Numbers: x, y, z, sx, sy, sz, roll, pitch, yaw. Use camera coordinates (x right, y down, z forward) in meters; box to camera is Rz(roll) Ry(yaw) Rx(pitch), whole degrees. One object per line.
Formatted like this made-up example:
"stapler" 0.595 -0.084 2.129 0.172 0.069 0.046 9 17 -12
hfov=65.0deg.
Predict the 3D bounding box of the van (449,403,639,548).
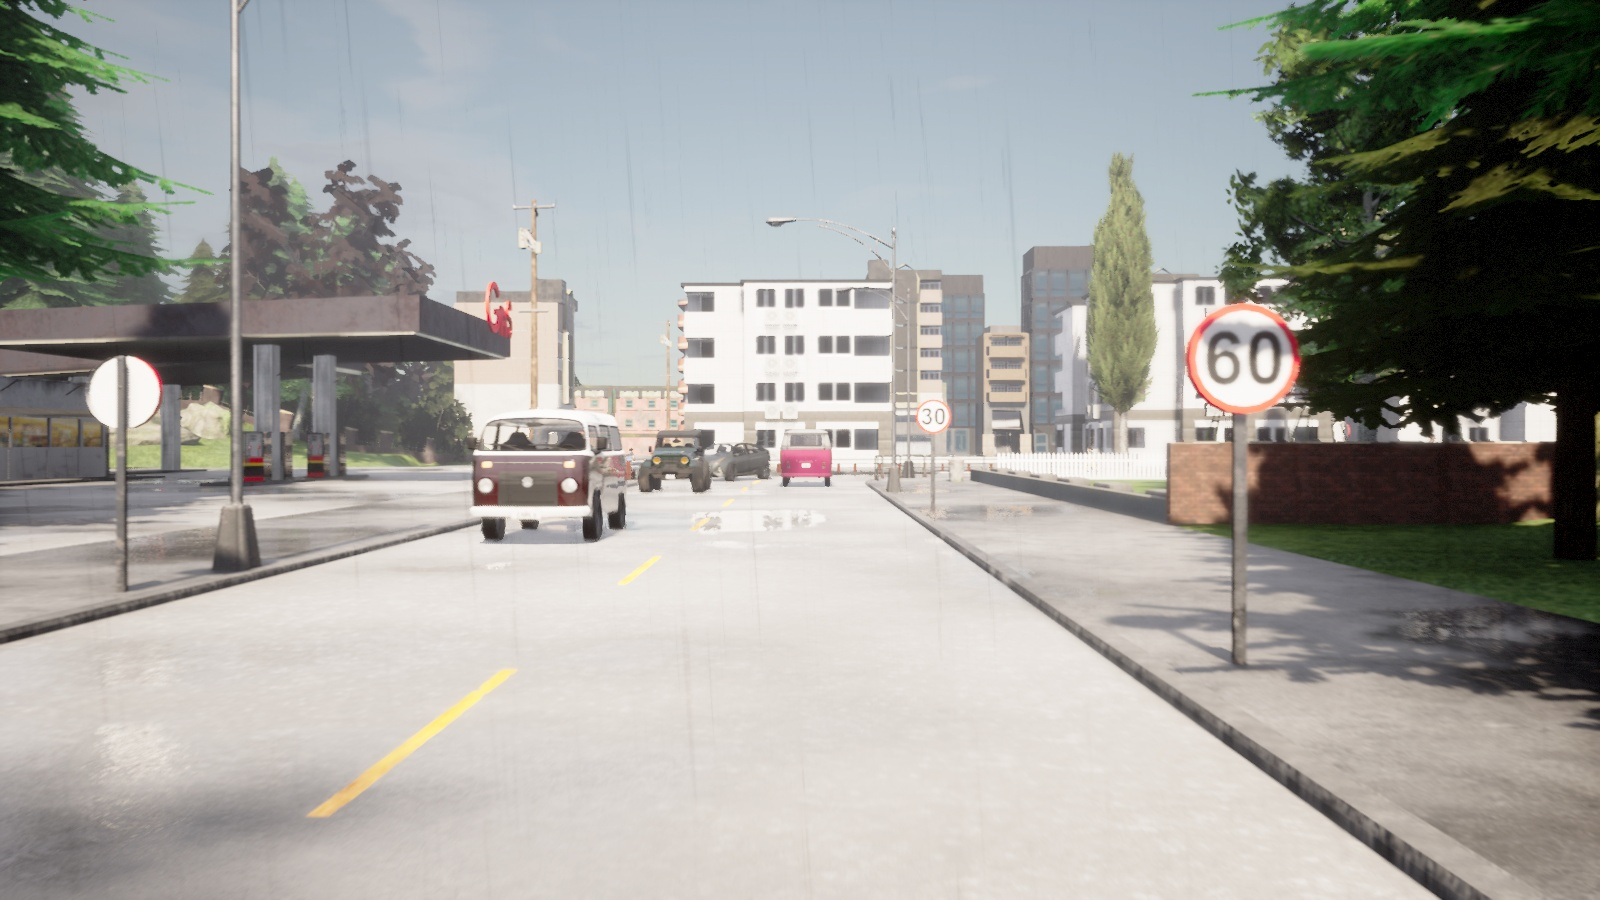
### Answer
"van" -3.891 0.357 19.895 2.069 2.038 4.480 0 0 0

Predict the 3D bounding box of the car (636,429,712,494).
"car" -3.809 0.322 38.535 1.905 1.878 3.866 0 0 0

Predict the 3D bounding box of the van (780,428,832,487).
"van" 0.258 0.248 44.597 1.775 1.987 4.442 0 0 1

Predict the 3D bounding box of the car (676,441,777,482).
"car" -2.842 0.412 49.767 2.007 1.525 4.514 0 0 26
